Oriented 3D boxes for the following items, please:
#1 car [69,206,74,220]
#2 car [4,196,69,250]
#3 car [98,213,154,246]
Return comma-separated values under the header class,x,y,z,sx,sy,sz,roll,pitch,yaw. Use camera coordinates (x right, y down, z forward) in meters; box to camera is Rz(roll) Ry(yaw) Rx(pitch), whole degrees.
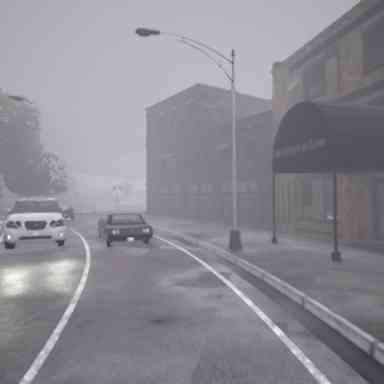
class,x,y,z,sx,sy,sz,roll,pitch,yaw
car,-11.747,1.676,29.186,1.812,1.442,4.674,0,-1,-37
car,-6.938,1.235,15.003,2.150,2.045,5.566,0,0,-23
car,-3.231,1.608,15.390,1.895,1.301,4.718,0,0,-21
